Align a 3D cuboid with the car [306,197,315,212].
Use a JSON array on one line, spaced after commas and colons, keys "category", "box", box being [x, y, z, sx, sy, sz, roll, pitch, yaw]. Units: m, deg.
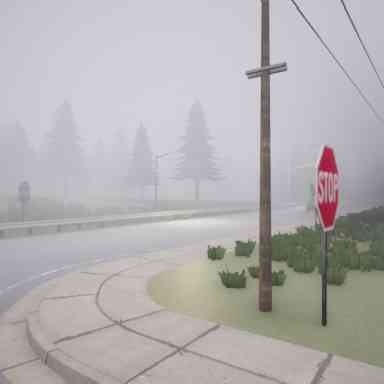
[{"category": "car", "box": [14.392, 1.352, 37.201, 2.097, 1.767, 4.553, 0, 0, 37]}]
